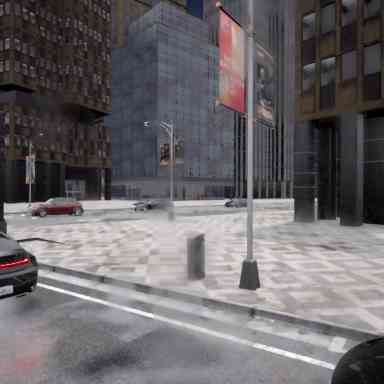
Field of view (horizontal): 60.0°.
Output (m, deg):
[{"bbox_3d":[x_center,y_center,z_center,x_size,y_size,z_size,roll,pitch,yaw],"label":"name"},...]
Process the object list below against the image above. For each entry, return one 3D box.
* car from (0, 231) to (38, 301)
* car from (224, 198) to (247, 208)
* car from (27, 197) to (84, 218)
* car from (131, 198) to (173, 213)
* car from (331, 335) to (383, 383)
[{"bbox_3d":[-5.331,1.504,7.253,4.892,1.490,1.837,0,0,34],"label":"car"},{"bbox_3d":[6.381,1.525,45.888,4.181,1.385,1.994,0,0,-41],"label":"car"},{"bbox_3d":[-12.123,1.294,29.662,4.553,1.767,2.097,0,0,-41],"label":"car"},{"bbox_3d":[-4.313,1.438,36.521,4.902,1.511,2.128,0,0,-41],"label":"car"},{"bbox_3d":[3.223,1.478,1.356,5.008,1.535,1.882,0,0,36],"label":"car"}]
